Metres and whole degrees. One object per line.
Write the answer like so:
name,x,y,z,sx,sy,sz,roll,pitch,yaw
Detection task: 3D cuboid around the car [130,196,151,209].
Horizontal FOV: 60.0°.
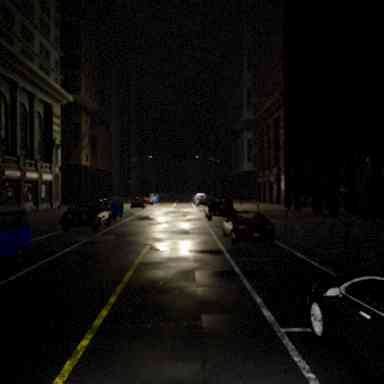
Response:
car,-6.837,1.455,42.868,1.887,1.381,4.507,0,0,-1

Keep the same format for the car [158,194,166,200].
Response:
car,-7.993,1.364,87.947,1.887,1.381,4.507,0,0,-1

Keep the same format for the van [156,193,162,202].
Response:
van,-7.417,1.205,65.407,1.690,1.788,3.998,0,0,-1

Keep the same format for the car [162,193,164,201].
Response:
car,-7.559,1.419,71.043,1.947,1.339,4.313,0,0,-1

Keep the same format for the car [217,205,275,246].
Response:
car,2.407,1.490,14.928,1.887,1.381,4.507,0,0,-1

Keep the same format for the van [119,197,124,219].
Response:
van,-6.405,1.291,25.963,1.690,1.788,3.998,0,0,-1

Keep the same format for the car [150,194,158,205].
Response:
car,-7.126,1.452,54.138,1.947,1.339,4.313,0,0,-1

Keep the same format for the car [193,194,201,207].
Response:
car,1.536,1.387,48.904,1.752,1.417,4.829,0,0,-1

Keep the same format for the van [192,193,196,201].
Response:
van,1.394,1.192,54.368,1.690,1.788,3.998,0,0,-1

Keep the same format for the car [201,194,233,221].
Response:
car,2.117,1.230,26.196,2.192,1.841,5.009,0,0,-1

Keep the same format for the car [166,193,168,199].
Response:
car,-7.850,1.145,82.311,2.192,1.841,5.009,0,0,-1

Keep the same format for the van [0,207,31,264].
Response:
van,-5.971,1.338,9.060,1.690,1.788,3.998,0,0,-1

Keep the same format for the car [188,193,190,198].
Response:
car,0.818,1.357,76.907,2.008,1.369,4.403,0,0,-1

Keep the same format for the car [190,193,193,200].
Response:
car,1.106,1.268,65.638,1.967,1.590,4.097,0,0,-1

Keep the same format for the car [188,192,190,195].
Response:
car,0.528,1.224,88.175,1.967,1.590,4.097,0,0,-1

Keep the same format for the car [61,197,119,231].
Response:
car,-6.260,1.280,20.328,2.192,1.841,5.009,0,0,-1

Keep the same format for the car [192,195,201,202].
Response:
car,0.958,1.342,71.442,1.752,1.417,4.829,0,0,-1

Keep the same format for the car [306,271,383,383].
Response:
car,2.696,1.528,3.660,2.008,1.369,4.403,0,0,-1

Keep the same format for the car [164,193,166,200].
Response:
car,-7.704,1.407,76.677,1.947,1.339,4.313,0,0,-1
